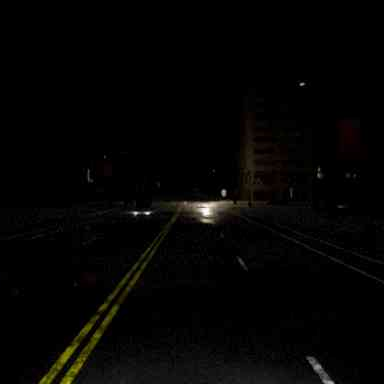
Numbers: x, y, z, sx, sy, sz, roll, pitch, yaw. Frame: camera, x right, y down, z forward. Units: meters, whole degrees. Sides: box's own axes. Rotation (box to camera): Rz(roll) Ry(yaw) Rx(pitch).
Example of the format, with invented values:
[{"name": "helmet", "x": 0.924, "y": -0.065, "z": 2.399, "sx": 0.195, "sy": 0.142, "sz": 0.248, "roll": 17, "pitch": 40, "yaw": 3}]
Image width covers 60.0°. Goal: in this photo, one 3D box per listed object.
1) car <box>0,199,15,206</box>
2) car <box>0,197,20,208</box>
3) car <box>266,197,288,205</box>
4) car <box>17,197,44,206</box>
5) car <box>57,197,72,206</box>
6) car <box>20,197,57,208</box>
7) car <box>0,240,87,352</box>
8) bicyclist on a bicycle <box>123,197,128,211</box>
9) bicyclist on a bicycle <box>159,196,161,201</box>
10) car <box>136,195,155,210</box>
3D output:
[{"name": "car", "x": -35.588, "y": 1.907, "z": 62.130, "sx": 4.206, "sy": 1.307, "sz": 1.802, "roll": 0, "pitch": 1, "yaw": 0}, {"name": "car", "x": -30.162, "y": 1.708, "z": 53.605, "sx": 5.009, "sy": 1.841, "sz": 2.192, "roll": 0, "pitch": 1, "yaw": 0}, {"name": "car", "x": 16.672, "y": 1.633, "z": 65.269, "sx": 4.097, "sy": 1.590, "sz": 1.967, "roll": 0, "pitch": 1, "yaw": 0}, {"name": "car", "x": -30.164, "y": 1.746, "z": 62.132, "sx": 4.097, "sy": 1.590, "sz": 1.967, "roll": 0, "pitch": 1, "yaw": 0}, {"name": "car", "x": -24.739, "y": 1.727, "z": 62.136, "sx": 4.097, "sy": 1.590, "sz": 1.967, "roll": 0, "pitch": 1, "yaw": 0}, {"name": "car", "x": -24.735, "y": 1.940, "z": 53.613, "sx": 4.313, "sy": 1.339, "sz": 1.947, "roll": 0, "pitch": 1, "yaw": 0}, {"name": "car", "x": -3.351, "y": 1.578, "z": 5.530, "sx": 2.033, "sy": 1.411, "sz": 5.357, "roll": 0, "pitch": 0, "yaw": 0}, {"name": "bicyclist on a bicycle", "x": -8.588, "y": 1.570, "z": 43.067, "sx": 0.659, "sy": 1.776, "sz": 1.843, "roll": -2, "pitch": 0, "yaw": -5}, {"name": "bicyclist on a bicycle", "x": -8.634, "y": 1.836, "z": 89.253, "sx": 0.582, "sy": 1.620, "sz": 1.656, "roll": -1, "pitch": 0, "yaw": -5}, {"name": "car", "x": -6.505, "y": 1.601, "z": 45.744, "sx": 1.882, "sy": 1.535, "sz": 5.008, "roll": 0, "pitch": 0, "yaw": 0}]
